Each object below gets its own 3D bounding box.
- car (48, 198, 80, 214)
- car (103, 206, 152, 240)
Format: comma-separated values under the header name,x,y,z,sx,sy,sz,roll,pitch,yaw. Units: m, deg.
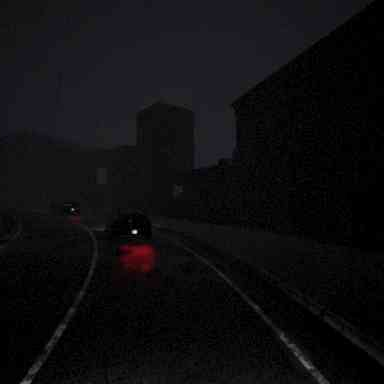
name,x,y,z,sx,sy,sz,roll,pitch,yaw
car,-12.674,1.339,32.921,1.837,1.490,4.892,4,-2,-40
car,-3.331,1.490,16.984,1.837,1.490,4.892,2,0,-19
